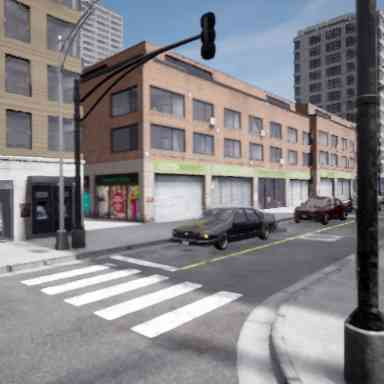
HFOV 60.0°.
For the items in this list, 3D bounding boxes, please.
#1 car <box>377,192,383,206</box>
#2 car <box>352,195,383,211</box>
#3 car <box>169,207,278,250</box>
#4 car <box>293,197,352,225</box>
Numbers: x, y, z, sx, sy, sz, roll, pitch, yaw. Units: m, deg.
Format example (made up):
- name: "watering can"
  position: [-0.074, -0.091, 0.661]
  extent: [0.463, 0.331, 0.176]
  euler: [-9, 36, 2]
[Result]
- name: "car"
  position: [21.301, 0.744, 35.339]
  extent: [1.994, 1.385, 4.181]
  euler: [0, 1, 43]
- name: "car"
  position: [14.528, 0.894, 27.906]
  extent: [1.837, 1.490, 4.892]
  euler: [0, 1, 42]
- name: "car"
  position: [1.535, 1.330, 13.565]
  extent: [2.033, 1.411, 5.357]
  euler: [0, 1, 42]
- name: "car"
  position: [8.065, 1.064, 20.780]
  extent: [1.882, 1.535, 5.008]
  euler: [0, 1, 42]
